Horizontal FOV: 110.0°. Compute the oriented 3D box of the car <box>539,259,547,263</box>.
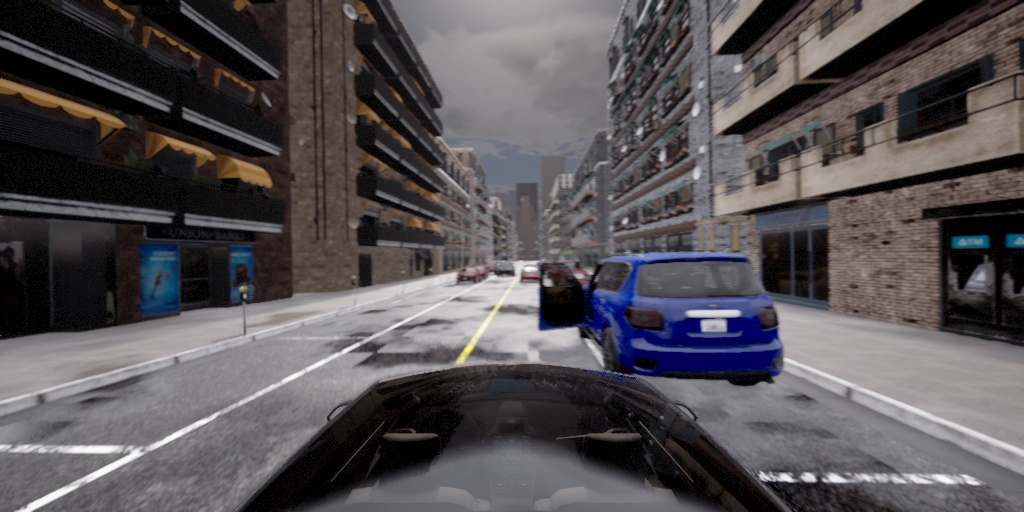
[{"bbox_3d":[5.032,1.405,47.965,2.192,1.841,5.009,0,0,3],"label":"car"}]

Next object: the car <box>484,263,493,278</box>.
[{"bbox_3d":[-3.414,1.681,37.145,1.888,1.381,4.507,0,0,3],"label":"car"}]

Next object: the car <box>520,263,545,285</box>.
[{"bbox_3d":[1.714,1.567,32.411,1.994,1.385,4.181,-1,0,3],"label":"car"}]

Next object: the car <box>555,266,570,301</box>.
[{"bbox_3d":[3.579,1.435,19.682,1.802,1.307,4.207,0,0,3],"label":"car"}]

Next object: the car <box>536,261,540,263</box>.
[{"bbox_3d":[2.507,1.660,48.018,1.812,1.442,4.674,-1,0,3],"label":"car"}]

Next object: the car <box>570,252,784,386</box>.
[{"bbox_3d":[2.618,0.974,7.083,2.150,2.045,5.566,-1,-1,3],"label":"car"}]

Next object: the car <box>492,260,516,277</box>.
[{"bbox_3d":[-0.670,1.480,41.509,2.097,1.767,4.553,-1,0,3],"label":"car"}]

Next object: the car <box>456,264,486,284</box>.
[{"bbox_3d":[-3.704,1.634,31.501,1.888,1.381,4.507,0,0,3],"label":"car"}]

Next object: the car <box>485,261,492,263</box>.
[{"bbox_3d":[-2.834,1.547,48.432,2.192,1.841,5.009,0,0,3],"label":"car"}]

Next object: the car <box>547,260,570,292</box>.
[{"bbox_3d":[3.869,1.215,25.338,2.192,1.841,5.009,0,0,3],"label":"car"}]

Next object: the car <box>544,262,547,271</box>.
[{"bbox_3d":[4.451,1.577,36.652,1.802,1.307,4.207,0,0,3],"label":"car"}]
